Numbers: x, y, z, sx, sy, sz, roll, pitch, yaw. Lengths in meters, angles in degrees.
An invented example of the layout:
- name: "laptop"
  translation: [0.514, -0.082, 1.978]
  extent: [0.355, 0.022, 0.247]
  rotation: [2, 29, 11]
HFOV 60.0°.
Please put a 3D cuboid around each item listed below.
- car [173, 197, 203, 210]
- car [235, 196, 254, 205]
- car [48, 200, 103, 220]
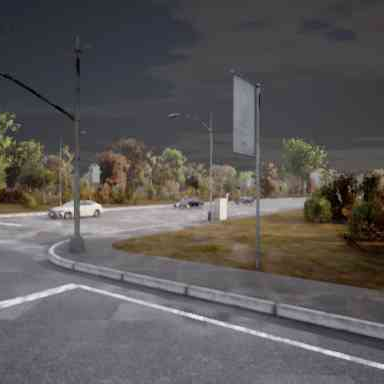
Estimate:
- name: "car"
  translation: [-0.407, 1.345, 41.209]
  extent: [2.128, 1.511, 4.902]
  rotation: [0, 0, 32]
- name: "car"
  translation: [8.913, 1.412, 56.137]
  extent: [1.812, 1.442, 4.674]
  rotation: [0, 0, 32]
- name: "car"
  translation: [-9.266, 1.385, 26.838]
  extent: [1.812, 1.442, 4.674]
  rotation: [0, 0, 32]
